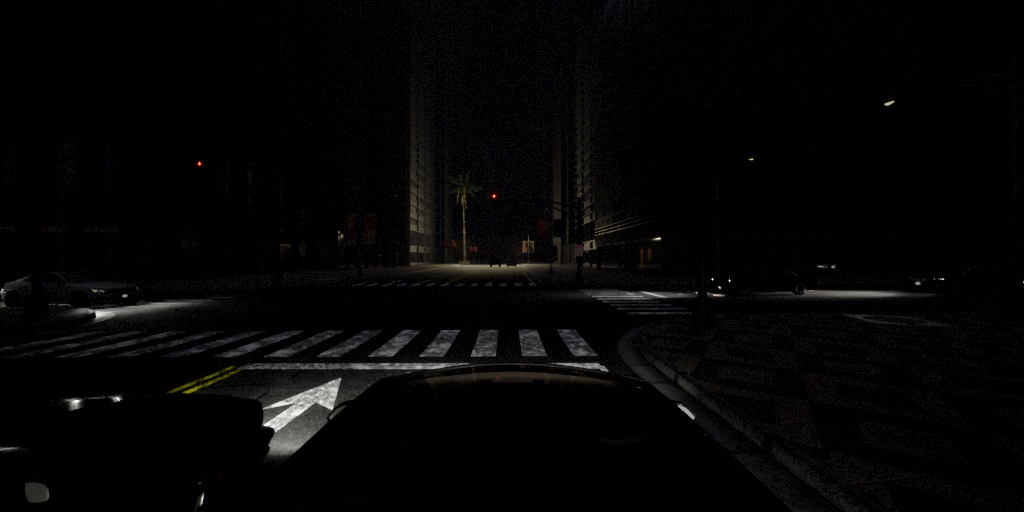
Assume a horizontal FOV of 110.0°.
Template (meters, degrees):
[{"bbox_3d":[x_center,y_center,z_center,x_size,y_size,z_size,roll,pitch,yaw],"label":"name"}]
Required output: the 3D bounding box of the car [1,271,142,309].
[{"bbox_3d":[-17.948,1.335,14.659,4.674,1.442,1.812,0,0,5],"label":"car"}]

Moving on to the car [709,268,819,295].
[{"bbox_3d":[12.997,1.315,18.733,4.718,1.301,1.895,0,0,-2],"label":"car"}]

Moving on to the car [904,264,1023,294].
[{"bbox_3d":[23.813,1.170,18.914,4.902,1.511,2.128,0,0,-1],"label":"car"}]

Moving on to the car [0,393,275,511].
[{"bbox_3d":[-3.176,1.297,0.710,2.033,1.411,5.357,0,0,4],"label":"car"}]
